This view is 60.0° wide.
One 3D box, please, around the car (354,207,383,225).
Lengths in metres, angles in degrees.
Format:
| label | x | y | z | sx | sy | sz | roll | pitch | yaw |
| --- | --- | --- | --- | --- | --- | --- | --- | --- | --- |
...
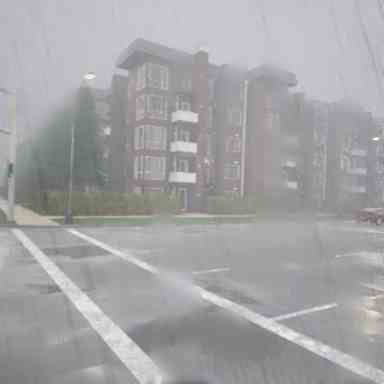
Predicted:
| label | x | y | z | sx | sy | sz | roll | pitch | yaw |
| --- | --- | --- | --- | --- | --- | --- | --- | --- | --- |
| car | 16.823 | 2.147 | 30.155 | 5.008 | 1.535 | 1.882 | 2 | 0 | -32 |
